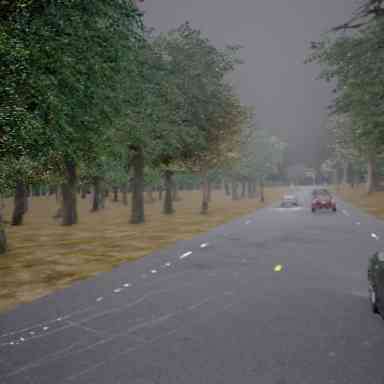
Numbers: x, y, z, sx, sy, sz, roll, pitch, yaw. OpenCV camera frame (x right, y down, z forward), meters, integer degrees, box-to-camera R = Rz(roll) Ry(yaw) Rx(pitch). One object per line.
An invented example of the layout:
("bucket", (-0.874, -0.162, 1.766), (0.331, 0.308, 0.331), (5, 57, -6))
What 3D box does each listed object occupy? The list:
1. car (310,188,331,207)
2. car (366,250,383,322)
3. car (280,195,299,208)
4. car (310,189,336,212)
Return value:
("car", (15.599, 0.594, 40.416), (2.150, 2.045, 5.566), (-3, 0, 21))
("car", (3.619, 1.209, 4.193), (2.097, 1.767, 4.553), (-3, 0, 20))
("car", (11.885, 1.080, 40.487), (1.812, 1.442, 4.674), (-3, 0, 20))
("car", (12.328, 0.895, 31.319), (2.097, 1.767, 4.553), (-3, 0, 20))
